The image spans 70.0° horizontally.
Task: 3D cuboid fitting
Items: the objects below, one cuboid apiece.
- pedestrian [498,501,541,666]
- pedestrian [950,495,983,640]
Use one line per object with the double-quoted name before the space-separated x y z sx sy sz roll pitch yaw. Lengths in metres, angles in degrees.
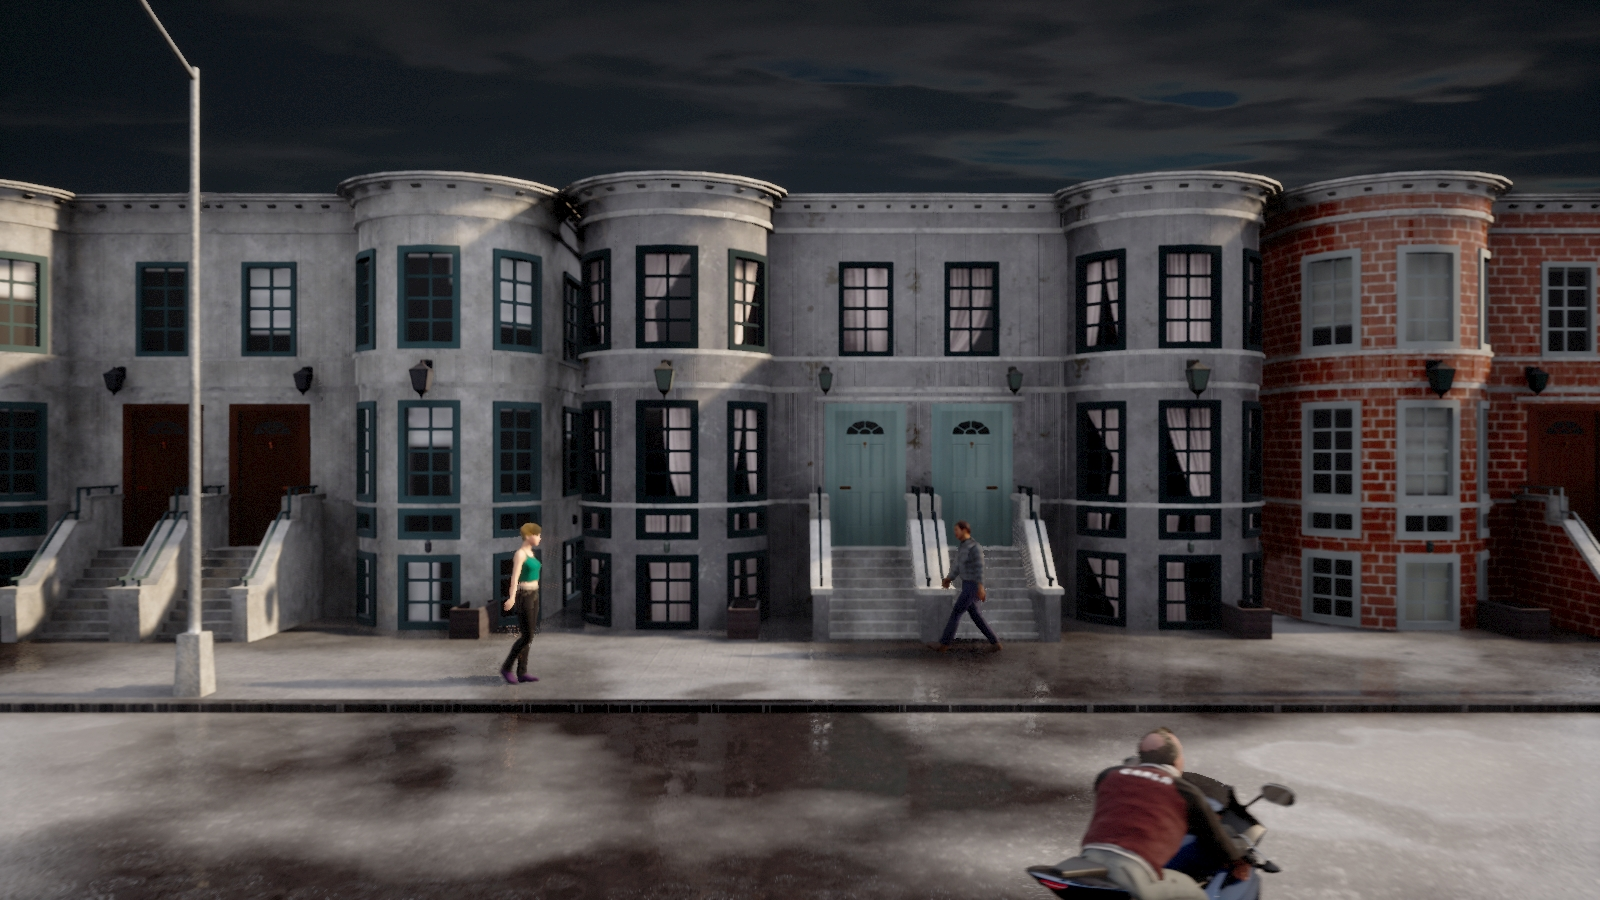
"pedestrian" -3.235 1.524 13.192 0.375 1.860 0.375 0 0 7
"pedestrian" 2.183 1.524 14.981 0.375 1.860 0.375 0 0 0
